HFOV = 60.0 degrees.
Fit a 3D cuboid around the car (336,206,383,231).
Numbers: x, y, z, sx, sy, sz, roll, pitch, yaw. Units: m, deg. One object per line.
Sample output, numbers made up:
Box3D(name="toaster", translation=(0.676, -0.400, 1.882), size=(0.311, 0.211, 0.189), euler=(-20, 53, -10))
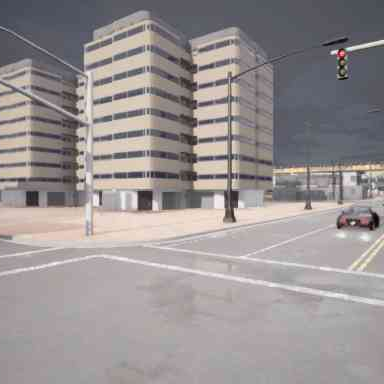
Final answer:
Box3D(name="car", translation=(10.296, 1.569, 20.528), size=(1.994, 1.385, 4.181), euler=(0, 0, 35))
